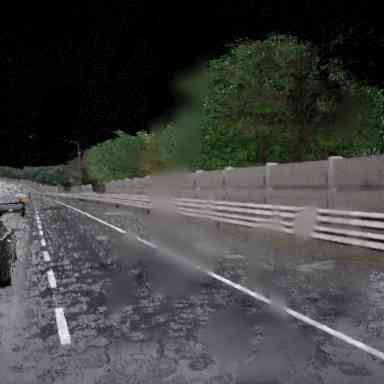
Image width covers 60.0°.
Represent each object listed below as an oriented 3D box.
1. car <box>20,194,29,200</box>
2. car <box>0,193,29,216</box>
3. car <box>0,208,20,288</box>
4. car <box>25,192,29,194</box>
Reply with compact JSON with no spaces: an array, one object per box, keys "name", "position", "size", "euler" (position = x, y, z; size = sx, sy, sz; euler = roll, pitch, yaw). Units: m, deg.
[{"name":"car","position":[-42.689,1.307,84.904],"size":[1.837,1.490,4.892],"euler":[-2,1,-26]},{"name":"car","position":[-14.857,1.170,27.554],"size":[2.128,1.511,4.902],"euler":[-2,2,-26]},{"name":"car","position":[-5.564,1.421,8.431],"size":[1.837,1.490,4.892],"euler":[-2,2,-26]},{"name":"car","position":[-24.150,1.086,46.691],"size":[1.882,1.535,5.008],"euler":[-2,1,-26]}]
